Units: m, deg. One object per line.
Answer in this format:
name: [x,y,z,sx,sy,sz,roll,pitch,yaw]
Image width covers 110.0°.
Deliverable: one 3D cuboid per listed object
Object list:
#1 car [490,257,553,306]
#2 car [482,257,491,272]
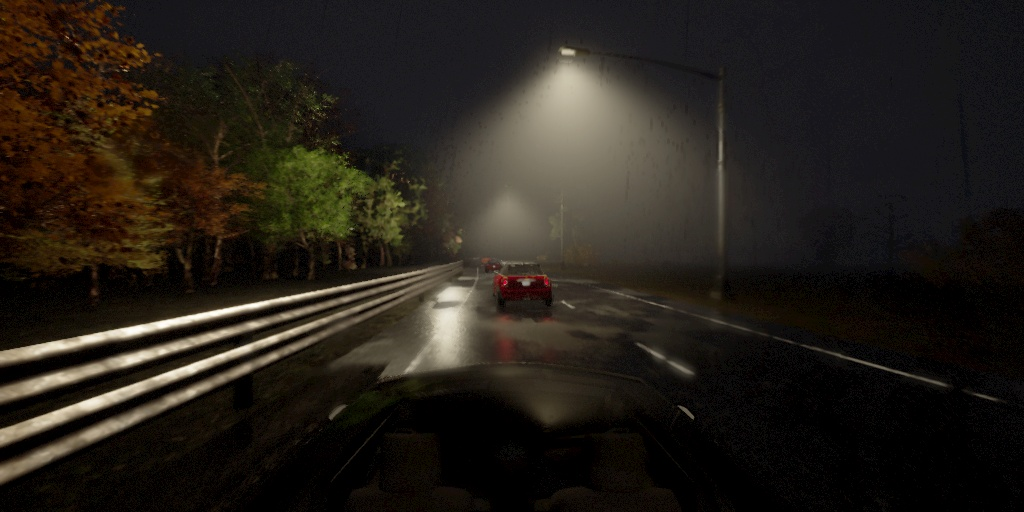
car: [0.323,1.022,15.400,2.097,1.767,4.553,0,0,-5]
car: [-2.109,1.085,40.787,1.994,1.385,4.181,0,0,-5]
